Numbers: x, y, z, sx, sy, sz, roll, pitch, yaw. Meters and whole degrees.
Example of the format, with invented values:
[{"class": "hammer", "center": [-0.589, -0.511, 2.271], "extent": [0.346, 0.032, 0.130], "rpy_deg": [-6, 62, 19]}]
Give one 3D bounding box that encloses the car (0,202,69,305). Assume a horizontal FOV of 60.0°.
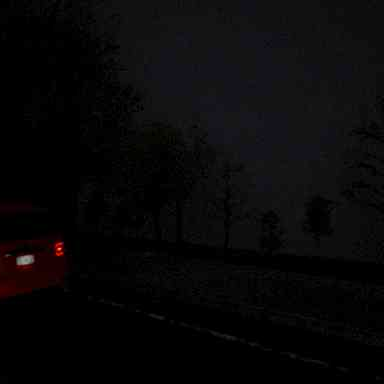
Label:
[{"class": "car", "center": [-5.003, 1.242, 7.227], "extent": [5.566, 2.045, 2.150], "rpy_deg": [0, 0, 36]}]
